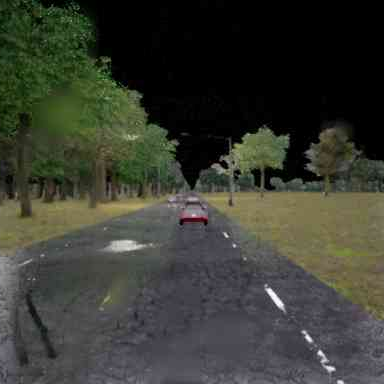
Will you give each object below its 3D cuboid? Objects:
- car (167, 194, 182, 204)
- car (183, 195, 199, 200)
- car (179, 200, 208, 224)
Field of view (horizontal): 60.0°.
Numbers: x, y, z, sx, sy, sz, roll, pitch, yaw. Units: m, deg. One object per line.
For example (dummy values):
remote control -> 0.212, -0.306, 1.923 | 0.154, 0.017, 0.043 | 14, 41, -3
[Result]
car -> -3.511, 1.352, 60.057 | 2.128, 1.511, 4.902 | 0, 0, 1
car -> 0.105, 1.398, 42.431 | 1.882, 1.535, 5.008 | 0, 0, 0
car -> 0.110, 1.527, 24.204 | 1.994, 1.385, 4.181 | 0, 0, 0
